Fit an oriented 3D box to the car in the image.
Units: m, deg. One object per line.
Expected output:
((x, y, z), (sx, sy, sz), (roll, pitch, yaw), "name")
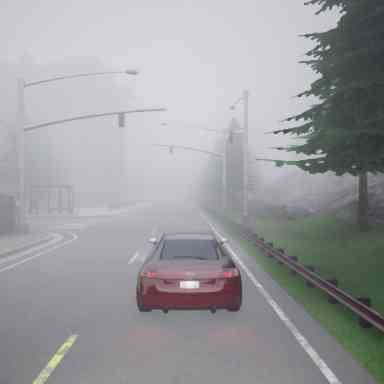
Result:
((-0.076, 1.564, 7.723), (1.994, 1.385, 4.181), (0, 0, -1), "car")
